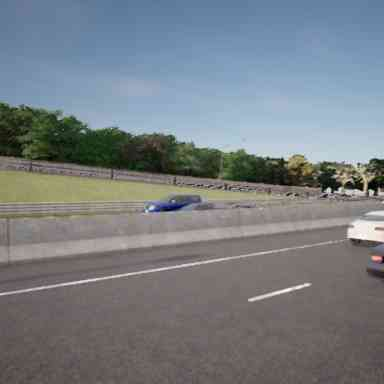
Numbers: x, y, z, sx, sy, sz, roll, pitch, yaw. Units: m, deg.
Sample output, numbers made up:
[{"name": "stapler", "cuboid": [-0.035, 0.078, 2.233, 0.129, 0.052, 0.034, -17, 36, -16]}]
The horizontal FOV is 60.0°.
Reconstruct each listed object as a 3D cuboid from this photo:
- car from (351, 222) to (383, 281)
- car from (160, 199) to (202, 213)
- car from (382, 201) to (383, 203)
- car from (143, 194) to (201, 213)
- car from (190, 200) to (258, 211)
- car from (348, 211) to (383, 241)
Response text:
[{"name": "car", "cuboid": [6.536, 1.550, 8.504, 5.357, 1.411, 2.033, 0, 0, -36]}, {"name": "car", "cuboid": [0.534, 1.559, 26.026, 5.357, 1.411, 2.033, 0, 0, -36]}, {"name": "car", "cuboid": [32.432, 1.498, 53.490, 4.674, 1.442, 1.812, 0, 0, -35]}, {"name": "car", "cuboid": [-1.487, 1.236, 28.885, 5.566, 2.045, 2.150, 0, 0, -36]}, {"name": "car", "cuboid": [2.676, 1.501, 23.255, 4.902, 1.511, 2.128, 0, 0, -36]}, {"name": "car", "cuboid": [8.497, 1.529, 14.261, 4.674, 1.442, 1.812, 0, 0, -36]}]
